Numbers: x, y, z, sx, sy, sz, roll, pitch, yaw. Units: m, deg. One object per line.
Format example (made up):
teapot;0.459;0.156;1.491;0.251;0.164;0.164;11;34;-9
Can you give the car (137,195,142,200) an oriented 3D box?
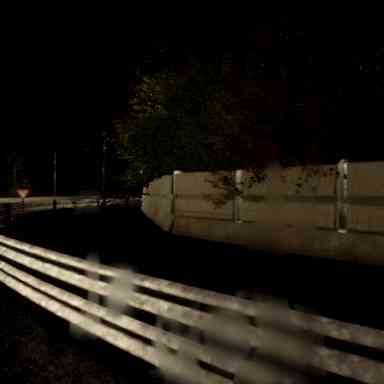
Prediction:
car;-14.284;1.493;93.816;1.994;1.385;4.181;0;0;4
